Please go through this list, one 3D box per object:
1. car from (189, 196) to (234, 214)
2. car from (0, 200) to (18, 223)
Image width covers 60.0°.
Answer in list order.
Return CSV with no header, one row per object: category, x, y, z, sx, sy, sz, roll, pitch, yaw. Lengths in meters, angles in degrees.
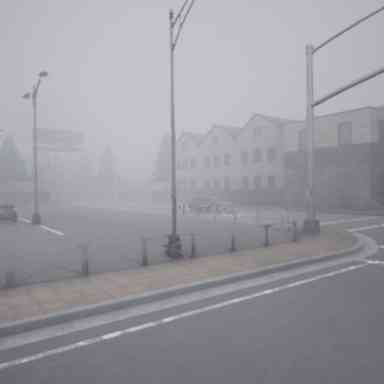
car,1.597,1.096,28.216,1.837,1.490,4.892,-1,2,-35
car,-12.489,1.276,21.418,2.007,1.523,4.514,-1,1,-36
